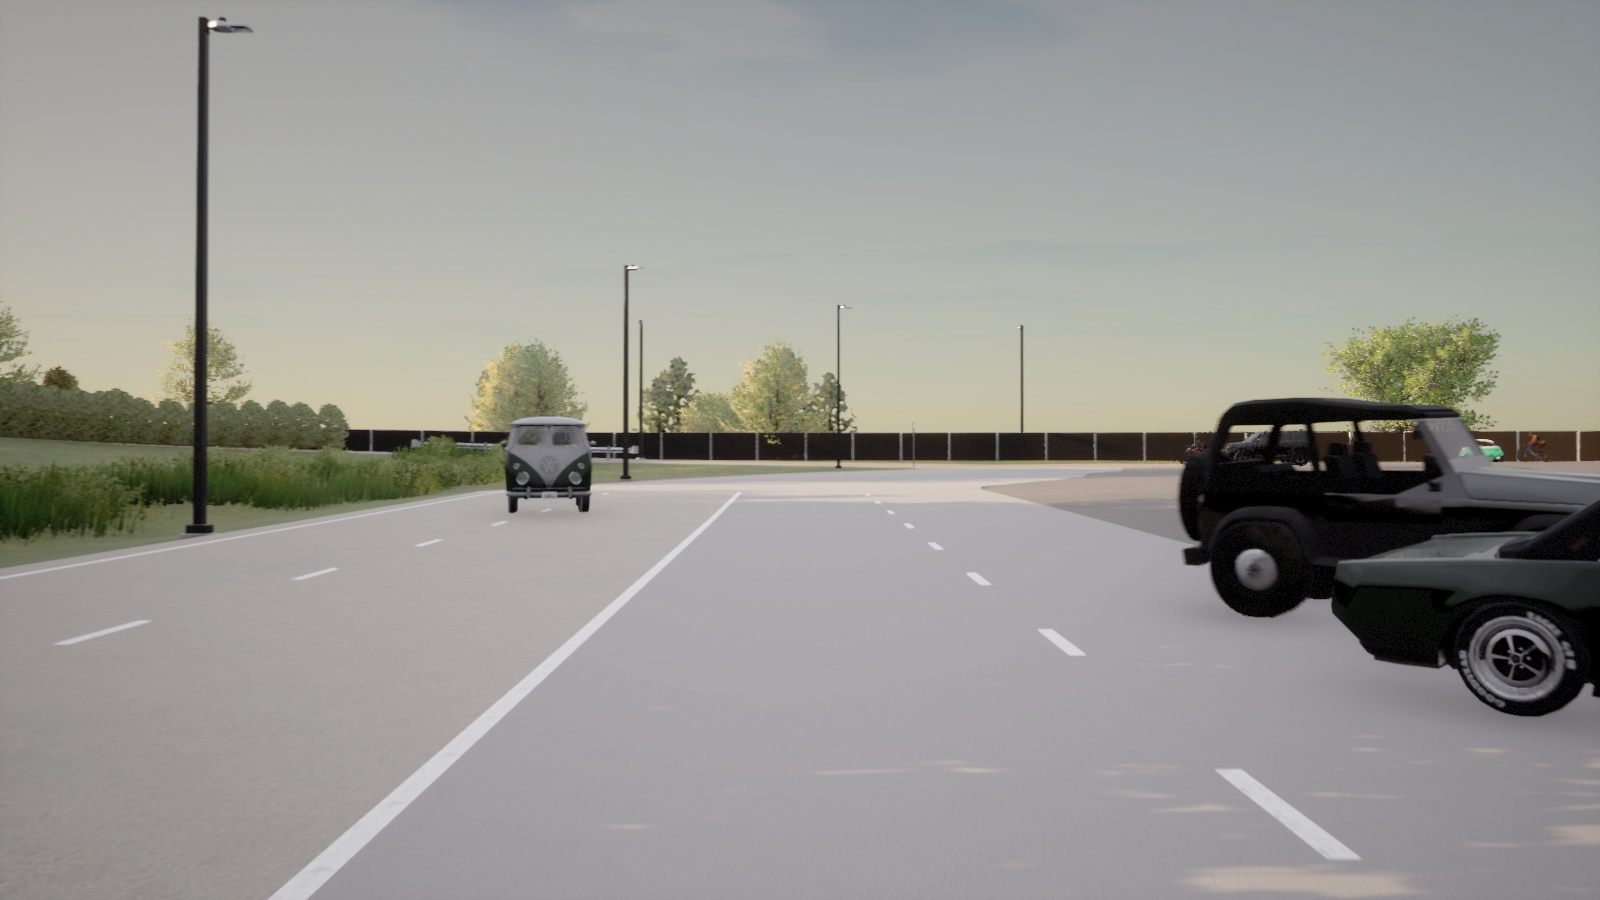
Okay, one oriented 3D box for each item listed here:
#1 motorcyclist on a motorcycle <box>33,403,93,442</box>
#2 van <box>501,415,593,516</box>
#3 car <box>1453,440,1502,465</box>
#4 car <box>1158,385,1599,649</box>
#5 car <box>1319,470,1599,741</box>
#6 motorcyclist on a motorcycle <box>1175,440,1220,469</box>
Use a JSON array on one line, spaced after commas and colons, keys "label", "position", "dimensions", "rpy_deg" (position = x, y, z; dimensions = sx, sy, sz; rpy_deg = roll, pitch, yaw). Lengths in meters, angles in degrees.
[{"label": "motorcyclist on a motorcycle", "position": [-34.037, -1.260, 58.003], "dimensions": [0.766, 1.649, 2.350], "rpy_deg": [0, -2, 22]}, {"label": "van", "position": [-5.457, 0.286, 26.922], "dimensions": [1.775, 1.987, 4.442], "rpy_deg": [0, 0, -13]}, {"label": "car", "position": [38.239, 0.140, 70.932], "dimensions": [2.207, 1.376, 1.481], "rpy_deg": [-1, -1, 18]}, {"label": "car", "position": [5.266, 0.466, 10.541], "dimensions": [3.866, 1.878, 1.905], "rpy_deg": [-1, 1, 40]}, {"label": "car", "position": [5.452, 0.798, 6.485], "dimensions": [4.718, 1.301, 1.895], "rpy_deg": [-1, 2, 44]}, {"label": "motorcyclist on a motorcycle", "position": [21.749, 0.248, 68.696], "dimensions": [2.191, 1.530, 0.866], "rpy_deg": [-1, 0, -8]}]
